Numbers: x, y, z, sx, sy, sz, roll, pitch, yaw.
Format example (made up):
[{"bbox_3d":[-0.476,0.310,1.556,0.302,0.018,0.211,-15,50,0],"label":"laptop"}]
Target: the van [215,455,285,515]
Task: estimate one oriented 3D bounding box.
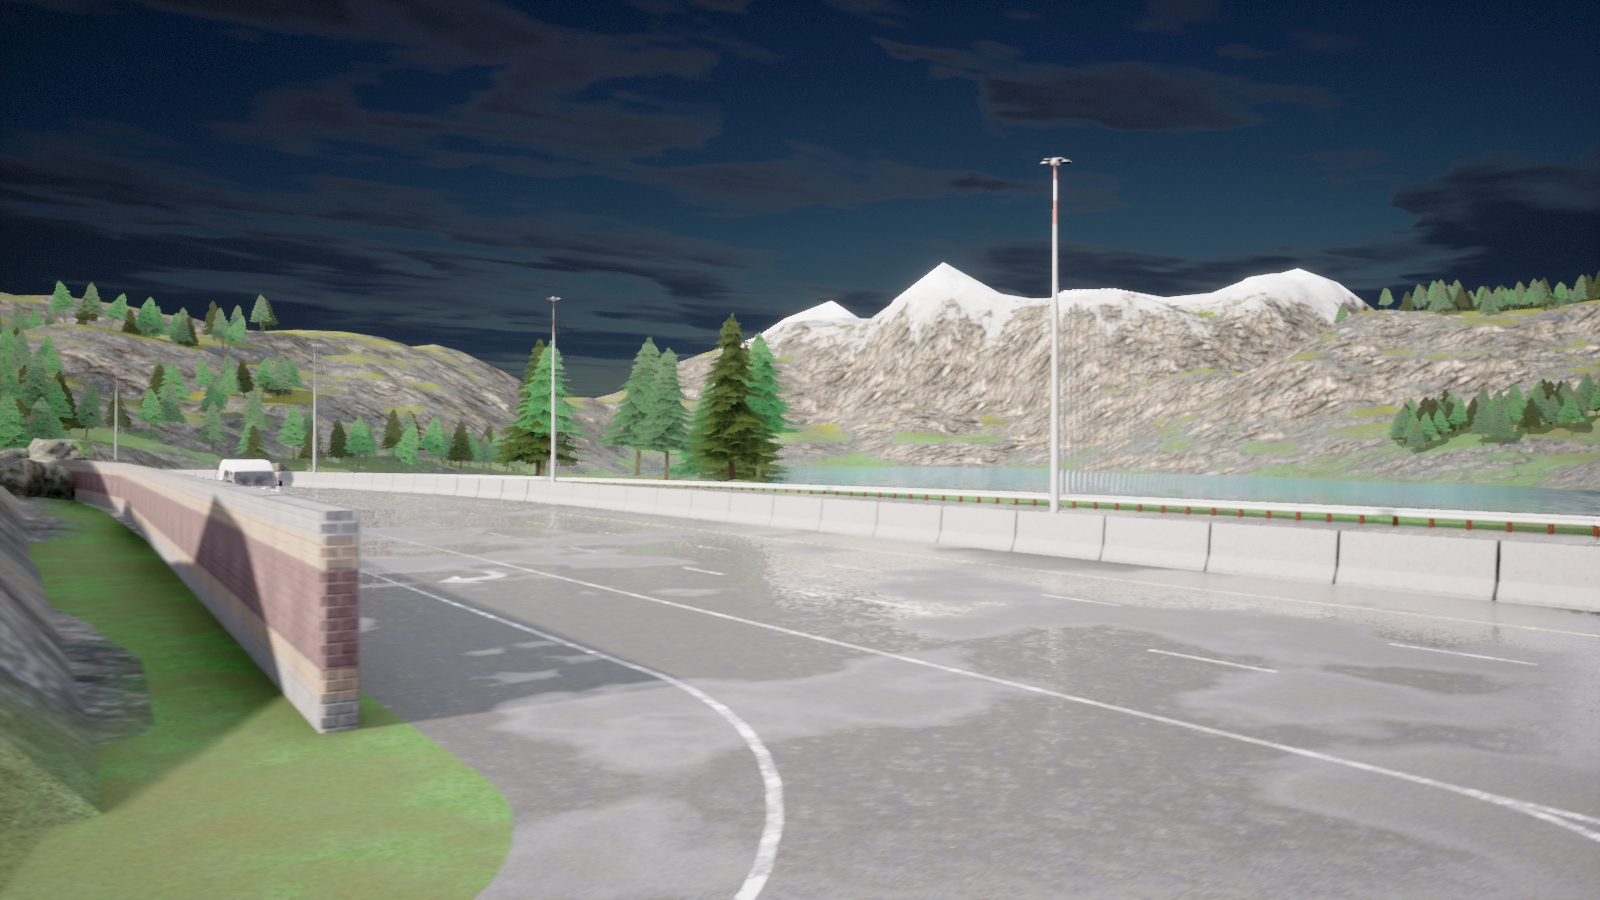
[{"bbox_3d":[-25.316,1.534,52.481,1.988,2.561,5.915,0,0,-35],"label":"van"}]
